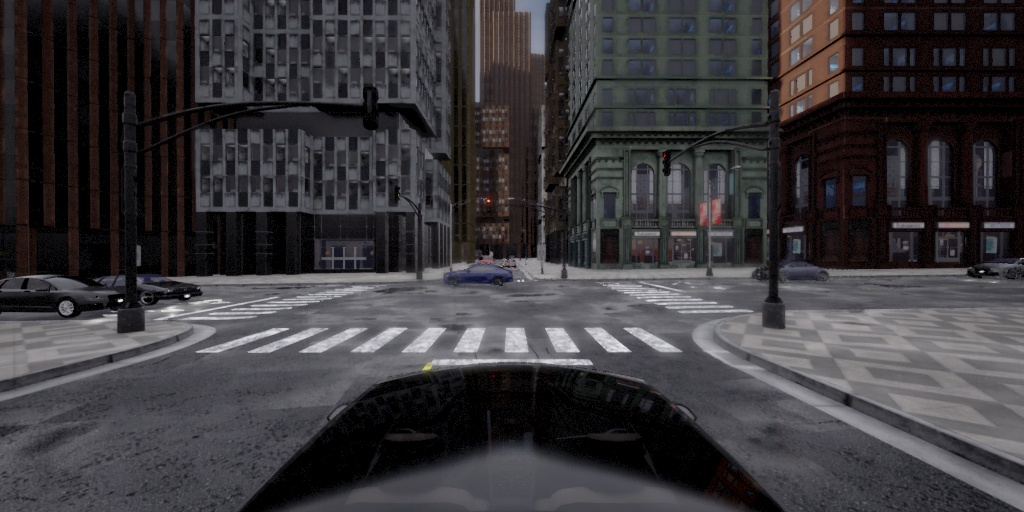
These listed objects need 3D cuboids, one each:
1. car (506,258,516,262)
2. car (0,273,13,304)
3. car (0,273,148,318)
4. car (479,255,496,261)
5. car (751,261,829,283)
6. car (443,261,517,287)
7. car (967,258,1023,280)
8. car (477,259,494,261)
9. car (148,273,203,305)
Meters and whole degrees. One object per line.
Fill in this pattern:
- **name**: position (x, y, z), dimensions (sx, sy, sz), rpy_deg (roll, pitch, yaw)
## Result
- **car**: position (-0.223, 1.248, 59.322), dimensions (1.994, 1.385, 4.181), rpy_deg (0, 0, 0)
- **car**: position (-27.346, 1.608, 16.938), dimensions (4.892, 1.490, 1.837), rpy_deg (-1, 0, 0)
- **car**: position (-17.418, 1.491, 13.711), dimensions (4.892, 1.490, 1.837), rpy_deg (-1, 0, 0)
- **car**: position (-3.322, 0.931, 46.863), dimensions (2.150, 2.045, 5.566), rpy_deg (0, 0, -1)
- **car**: position (18.344, 1.024, 23.756), dimensions (4.181, 1.385, 1.994), rpy_deg (-1, 0, 0)
- **car**: position (-2.180, 1.271, 23.708), dimensions (4.674, 1.442, 1.812), rpy_deg (0, 0, 0)
- **car**: position (33.153, 0.836, 23.790), dimensions (4.181, 1.385, 1.994), rpy_deg (-1, 0, 0)
- **car**: position (-3.229, 1.274, 36.183), dimensions (2.033, 1.411, 5.357), rpy_deg (0, 0, 0)
- **car**: position (-17.860, 1.522, 17.017), dimensions (5.357, 1.411, 2.033), rpy_deg (-1, 0, 5)
